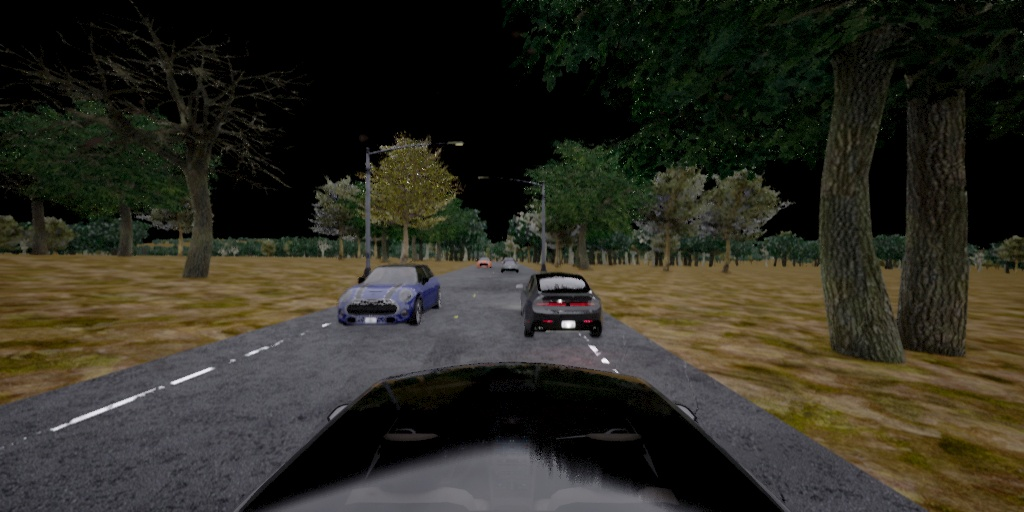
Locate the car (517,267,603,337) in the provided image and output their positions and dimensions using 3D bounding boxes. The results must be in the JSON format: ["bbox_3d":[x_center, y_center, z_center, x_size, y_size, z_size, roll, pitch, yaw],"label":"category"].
[{"bbox_3d":[1.201,1.208,10.113,1.837,1.490,4.892,0,0,0],"label":"car"}]

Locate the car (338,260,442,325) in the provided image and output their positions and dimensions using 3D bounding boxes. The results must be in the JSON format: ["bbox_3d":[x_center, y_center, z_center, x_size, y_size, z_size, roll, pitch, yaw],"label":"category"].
[{"bbox_3d":[-3.635,1.047,11.444,2.097,1.767,4.553,0,0,0],"label":"car"}]

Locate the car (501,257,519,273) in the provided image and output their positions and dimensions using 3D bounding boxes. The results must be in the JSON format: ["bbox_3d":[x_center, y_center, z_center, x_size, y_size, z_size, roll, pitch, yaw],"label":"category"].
[{"bbox_3d":[-0.250,1.149,41.260,1.994,1.385,4.181,0,0,0],"label":"car"}]

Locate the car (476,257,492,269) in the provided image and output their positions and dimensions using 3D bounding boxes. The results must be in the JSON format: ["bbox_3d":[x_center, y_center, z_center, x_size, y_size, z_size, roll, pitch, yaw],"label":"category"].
[{"bbox_3d":[-4.116,0.928,53.612,2.097,1.767,4.553,0,0,-1],"label":"car"}]
